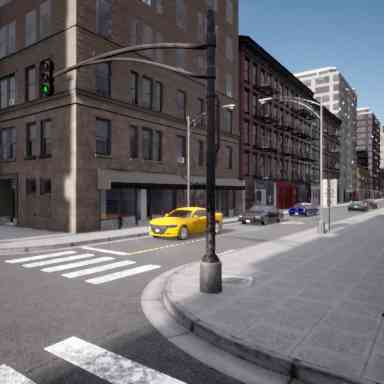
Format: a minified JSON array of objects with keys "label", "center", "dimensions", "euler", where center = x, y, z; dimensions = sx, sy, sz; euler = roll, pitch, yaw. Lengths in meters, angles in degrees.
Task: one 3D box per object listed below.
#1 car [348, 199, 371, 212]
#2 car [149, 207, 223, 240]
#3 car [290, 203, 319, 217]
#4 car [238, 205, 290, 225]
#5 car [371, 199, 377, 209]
[{"label":"car","center":[21.889,1.853,43.783],"dimensions":[1.994,1.385,4.181],"euler":[0,0,35]},{"label":"car","center":[-0.198,1.575,17.882],"dimensions":[1.882,1.535,5.008],"euler":[0,0,35]},{"label":"car","center":[11.528,1.815,34.321],"dimensions":[1.895,1.301,4.718],"euler":[0,0,36]},{"label":"car","center":[5.542,1.704,25.941],"dimensions":[2.033,1.411,5.357],"euler":[0,0,35]},{"label":"car","center":[27.672,1.844,51.910],"dimensions":[1.837,1.490,4.892],"euler":[0,0,36]}]
